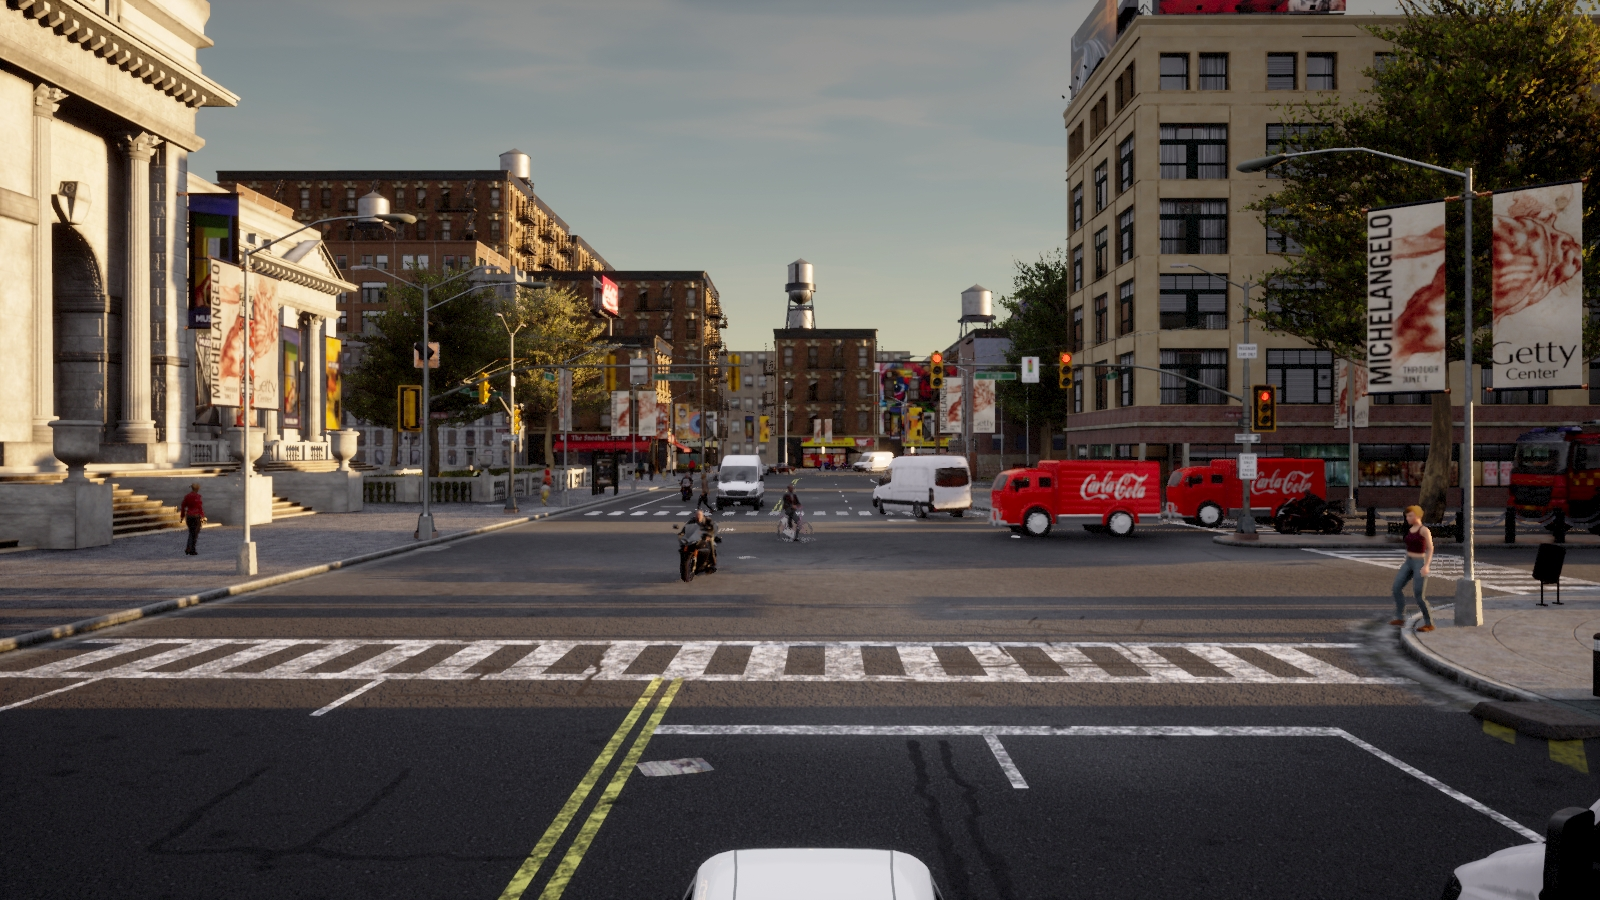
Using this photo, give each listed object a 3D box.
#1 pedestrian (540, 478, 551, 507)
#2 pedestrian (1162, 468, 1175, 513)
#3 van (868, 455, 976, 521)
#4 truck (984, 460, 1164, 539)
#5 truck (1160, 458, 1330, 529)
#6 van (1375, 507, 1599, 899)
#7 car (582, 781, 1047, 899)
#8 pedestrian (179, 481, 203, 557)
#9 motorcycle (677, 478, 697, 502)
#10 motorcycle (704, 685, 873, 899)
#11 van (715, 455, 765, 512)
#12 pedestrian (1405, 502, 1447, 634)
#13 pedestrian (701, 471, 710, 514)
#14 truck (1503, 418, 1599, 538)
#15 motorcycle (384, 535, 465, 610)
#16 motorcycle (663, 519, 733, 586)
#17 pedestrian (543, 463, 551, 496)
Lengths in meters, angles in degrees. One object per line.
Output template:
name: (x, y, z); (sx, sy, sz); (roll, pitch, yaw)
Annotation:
pedestrian: (-11.844, 1.976, 53.167); (0.375, 1.300, 0.375); (0, 0, -34)
pedestrian: (15.396, 1.696, 47.730); (0.375, 1.860, 0.375); (0, 0, -7)
van: (5.098, 1.534, 48.643); (1.988, 2.561, 5.915); (-1, 0, -22)
truck: (8.929, 1.568, 37.594); (5.204, 2.467, 2.627); (0, 0, -6)
truck: (16.160, 1.560, 41.775); (5.204, 2.467, 2.627); (-1, 0, 2)
van: (3.538, 1.534, 2.141); (1.988, 2.561, 5.915); (0, 0, 1)
car: (0.047, 2.120, 3.817); (1.481, 1.376, 2.207); (0, 0, 0)
pedestrian: (-15.092, 1.696, 28.311); (0.375, 1.860, 0.375); (0, 0, 6)
motorcycle: (-6.217, 2.205, 62.895); (0.867, 1.251, 2.209); (0, 0, 1)
motorcycle: (-0.047, 2.182, 6.691); (0.856, 1.236, 1.805); (0, 0, 1)
van: (-2.815, 1.534, 54.792); (1.988, 2.561, 5.915); (0, 0, 1)
pedestrian: (9.038, 1.696, 16.495); (0.375, 1.860, 0.375); (0, 0, -7)
pedestrian: (-4.093, 1.848, 49.595); (0.375, 1.860, 0.375); (0, 0, -3)
truck: (28.542, 0.890, 38.028); (8.468, 3.827, 2.891); (0, 0, 1)
motorcycle: (-6.853, 2.212, 20.951); (0.803, 1.145, 2.033); (0, 0, 1)
motorcycle: (-2.206, 2.205, 25.006); (0.867, 1.251, 2.209); (1, 0, 13)
pedestrian: (-14.510, 1.697, 65.577); (0.375, 1.860, 0.375); (0, 0, 6)
